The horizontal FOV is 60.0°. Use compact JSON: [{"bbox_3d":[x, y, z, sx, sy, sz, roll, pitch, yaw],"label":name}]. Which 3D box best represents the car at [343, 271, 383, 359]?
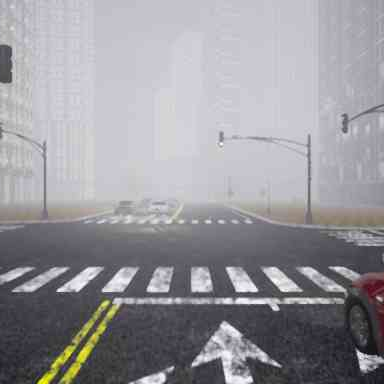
[{"bbox_3d":[3.351,1.359,3.242,2.097,1.767,4.553,0,0,0],"label":"car"}]

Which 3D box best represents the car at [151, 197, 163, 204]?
[{"bbox_3d":[-6.700,1.671,64.529,1.895,1.301,4.718,0,0,-1],"label":"car"}]

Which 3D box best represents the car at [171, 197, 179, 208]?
[{"bbox_3d":[-3.325,1.613,49.268,2.033,1.411,5.357,0,0,0],"label":"car"}]

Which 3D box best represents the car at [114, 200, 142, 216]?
[{"bbox_3d":[-6.593,1.559,33.715,1.837,1.490,4.892,0,1,0],"label":"car"}]

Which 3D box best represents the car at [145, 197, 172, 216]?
[{"bbox_3d":[-3.345,1.582,33.667,1.812,1.442,4.674,0,0,-1],"label":"car"}]

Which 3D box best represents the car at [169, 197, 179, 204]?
[{"bbox_3d":[-3.500,1.669,66.546,1.895,1.301,4.718,0,0,-1],"label":"car"}]

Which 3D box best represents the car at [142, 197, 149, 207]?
[{"bbox_3d":[-6.580,1.571,48.794,1.837,1.490,4.892,0,0,0],"label":"car"}]
